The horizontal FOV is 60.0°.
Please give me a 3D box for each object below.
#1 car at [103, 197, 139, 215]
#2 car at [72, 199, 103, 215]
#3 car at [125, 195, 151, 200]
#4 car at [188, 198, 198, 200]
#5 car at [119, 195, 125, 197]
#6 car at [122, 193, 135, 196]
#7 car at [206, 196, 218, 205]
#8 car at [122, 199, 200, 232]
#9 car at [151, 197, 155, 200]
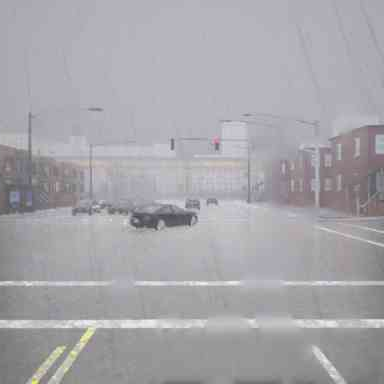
[{"bbox_3d":[-7.103,1.547,34.079,2.033,1.411,5.357,0,0,0],"label":"car"},{"bbox_3d":[-10.599,1.505,33.740,1.837,1.490,4.892,0,0,0],"label":"car"},{"bbox_3d":[-7.098,1.491,44.060,2.128,1.511,4.902,0,0,0],"label":"car"},{"bbox_3d":[0.085,1.491,44.789,2.128,1.511,4.902,0,0,0],"label":"car"},{"bbox_3d":[-10.604,1.547,44.119,2.033,1.411,5.357,0,0,0],"label":"car"},{"bbox_3d":[-10.602,1.221,54.776,2.150,2.045,5.566,0,0,-1],"label":"car"},{"bbox_3d":[3.480,1.505,58.473,1.837,1.490,4.892,0,0,0],"label":"car"},{"bbox_3d":[-1.639,1.478,20.592,1.882,1.535,5.008,1,1,37],"label":"car"},{"bbox_3d":[-7.093,1.505,54.151,1.837,1.490,4.892,0,0,0],"label":"car"}]
